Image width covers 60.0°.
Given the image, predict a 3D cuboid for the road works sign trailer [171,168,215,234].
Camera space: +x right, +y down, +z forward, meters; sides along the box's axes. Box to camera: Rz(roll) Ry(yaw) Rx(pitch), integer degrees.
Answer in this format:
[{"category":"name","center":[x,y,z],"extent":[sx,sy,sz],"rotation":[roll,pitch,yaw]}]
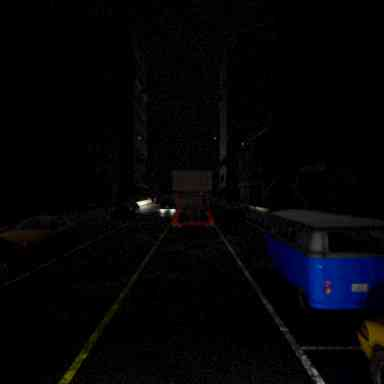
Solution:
[{"category":"road works sign trailer","center":[0.023,0.432,18.919],"extent":[2.380,3.560,2.880],"rotation":[0,0,-3]}]

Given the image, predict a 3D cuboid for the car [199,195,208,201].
[{"category":"car","center":[2.747,1.461,78.870],"extent":[1.887,1.381,4.507],"rotation":[-1,0,0]}]

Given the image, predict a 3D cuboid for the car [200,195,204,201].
[{"category":"car","center":[2.748,1.492,62.354],"extent":[1.947,1.339,4.313],"rotation":[-1,0,0]}]

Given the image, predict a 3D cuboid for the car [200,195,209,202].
[{"category":"car","center":[2.747,1.464,73.364],"extent":[1.887,1.381,4.507],"rotation":[-1,0,0]}]

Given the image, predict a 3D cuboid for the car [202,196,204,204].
[{"category":"car","center":[2.749,1.483,45.839],"extent":[1.887,1.381,4.507],"rotation":[-1,0,0]}]

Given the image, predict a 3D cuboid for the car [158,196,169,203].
[{"category":"car","center":[-5.777,1.489,67.859],"extent":[1.947,1.339,4.313],"rotation":[-1,0,0]}]

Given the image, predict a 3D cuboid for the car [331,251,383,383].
[{"category":"car","center":[2.752,1.521,1.969],"extent":[1.752,1.417,4.829],"rotation":[-1,0,0]}]

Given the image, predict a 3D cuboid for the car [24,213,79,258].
[{"category":"car","center":[-5.774,1.503,12.638],"extent":[1.752,1.417,4.829],"rotation":[-1,0,0]}]

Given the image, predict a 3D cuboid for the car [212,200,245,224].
[{"category":"car","center":[2.751,1.512,23.818],"extent":[2.008,1.369,4.403],"rotation":[-1,0,0]}]

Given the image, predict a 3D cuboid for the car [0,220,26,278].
[{"category":"car","center":[-5.773,1.552,7.302],"extent":[1.947,1.339,4.313],"rotation":[-1,0,0]}]

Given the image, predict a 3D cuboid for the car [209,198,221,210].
[{"category":"car","center":[2.750,1.499,29.323],"extent":[1.887,1.381,4.507],"rotation":[-1,0,0]}]

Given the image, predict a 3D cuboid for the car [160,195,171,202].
[{"category":"car","center":[-5.778,1.471,73.364],"extent":[2.008,1.369,4.403],"rotation":[-1,0,0]}]

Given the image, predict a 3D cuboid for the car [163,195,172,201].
[{"category":"car","center":[-5.778,1.462,78.869],"extent":[1.887,1.381,4.507],"rotation":[-1,0,0]}]

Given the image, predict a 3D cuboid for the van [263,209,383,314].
[{"category":"van","center":[2.749,1.327,7.302],"extent":[1.690,1.788,3.998],"rotation":[-1,0,0]}]

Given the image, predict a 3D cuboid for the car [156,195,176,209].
[{"category":"car","center":[-3.094,1.488,43.953],"extent":[2.033,1.411,5.357],"rotation":[0,0,0]}]

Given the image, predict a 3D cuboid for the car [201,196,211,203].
[{"category":"car","center":[2.747,1.467,67.859],"extent":[1.887,1.381,4.507],"rotation":[-1,0,0]}]

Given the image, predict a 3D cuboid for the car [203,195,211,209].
[{"category":"car","center":[2.748,1.383,40.334],"extent":[1.967,1.590,4.097],"rotation":[-1,0,0]}]

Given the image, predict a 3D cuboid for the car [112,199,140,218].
[{"category":"car","center":[-5.776,1.395,29.323],"extent":[1.967,1.590,4.097],"rotation":[-1,0,0]}]
